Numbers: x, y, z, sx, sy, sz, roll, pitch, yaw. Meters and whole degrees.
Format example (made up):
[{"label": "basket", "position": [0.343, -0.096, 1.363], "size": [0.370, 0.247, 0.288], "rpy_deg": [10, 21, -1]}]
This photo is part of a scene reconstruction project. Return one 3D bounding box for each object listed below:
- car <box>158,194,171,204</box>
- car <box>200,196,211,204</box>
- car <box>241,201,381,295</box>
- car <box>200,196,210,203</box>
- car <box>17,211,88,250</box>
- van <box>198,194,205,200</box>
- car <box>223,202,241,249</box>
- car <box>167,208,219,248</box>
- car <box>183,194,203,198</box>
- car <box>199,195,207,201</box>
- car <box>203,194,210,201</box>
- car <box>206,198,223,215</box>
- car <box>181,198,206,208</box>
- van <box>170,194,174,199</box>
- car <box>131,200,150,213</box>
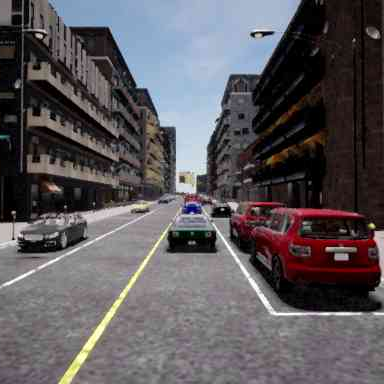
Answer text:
[{"label": "car", "position": [-5.678, 1.588, 65.600], "size": [1.947, 1.339, 4.313], "rpy_deg": [1, 0, 0]}, {"label": "car", "position": [2.703, 1.588, 65.663], "size": [1.947, 1.339, 4.313], "rpy_deg": [1, 0, 0]}, {"label": "car", "position": [2.837, 1.314, 8.699], "size": [2.192, 1.841, 5.009], "rpy_deg": [1, 0, 0]}, {"label": "car", "position": [2.703, 1.591, 71.359], "size": [1.947, 1.339, 4.313], "rpy_deg": [1, 0, 0]}, {"label": "car", "position": [-5.799, 1.552, 14.335], "size": [2.008, 1.369, 4.403], "rpy_deg": [1, 0, 0]}, {"label": "van", "position": [2.707, 1.377, 94.145], "size": [1.690, 1.788, 3.998], "rpy_deg": [1, 0, 0]}, {"label": "car", "position": [2.829, 1.316, 14.400], "size": [2.192, 1.841, 5.009], "rpy_deg": [1, 0, 0]}, {"label": "car", "position": [0.000, 1.619, 14.682], "size": [1.895, 1.301, 4.718], "rpy_deg": [0, 0, 0]}, {"label": "car", "position": [0.000, 1.272, 44.888], "size": [2.150, 2.045, 5.566], "rpy_deg": [0, 0, 0]}, {"label": "car", "position": [2.703, 1.581, 82.752], "size": [2.008, 1.369, 4.403], "rpy_deg": [1, 0, 0]}, {"label": "car", "position": [2.704, 1.564, 59.966], "size": [1.887, 1.381, 4.507], "rpy_deg": [1, 0, 0]}, {"label": "car", "position": [2.703, 1.573, 31.484], "size": [1.947, 1.339, 4.313], "rpy_deg": [1, 0, 0]}, {"label": "car", "position": [0.000, 1.541, 29.654], "size": [1.812, 1.442, 4.674], "rpy_deg": [0, 0, 0]}, {"label": "van", "position": [-5.673, 1.368, 76.993], "size": [1.690, 1.788, 3.998], "rpy_deg": [1, 0, 0]}, {"label": "car", "position": [-5.677, 1.535, 36.949], "size": [1.752, 1.417, 4.829], "rpy_deg": [1, 0, 0]}]
